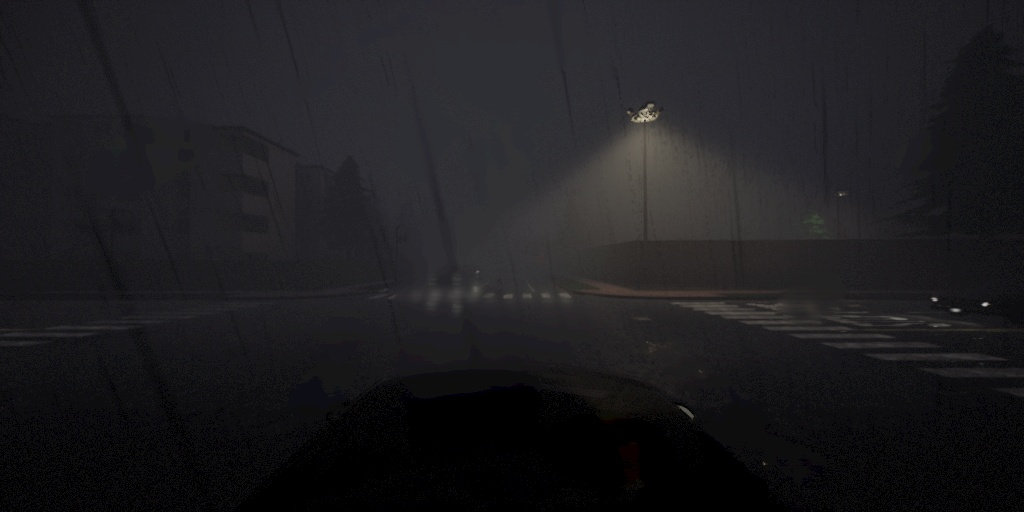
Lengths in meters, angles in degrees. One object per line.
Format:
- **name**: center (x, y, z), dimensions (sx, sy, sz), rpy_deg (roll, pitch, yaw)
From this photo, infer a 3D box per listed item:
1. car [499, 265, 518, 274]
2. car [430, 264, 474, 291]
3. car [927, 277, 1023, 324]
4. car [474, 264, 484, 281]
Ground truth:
- **car**: center (-0.578, 2.028, 54.186), dimensions (2.033, 1.411, 5.357), rpy_deg (0, -1, -14)
- **car**: center (-4.246, 1.424, 25.081), dimensions (2.097, 1.767, 4.553), rpy_deg (0, -1, 2)
- **car**: center (17.470, 1.422, 11.977), dimensions (5.357, 1.411, 2.033), rpy_deg (0, -1, 1)
- **car**: center (-4.101, 1.588, 36.574), dimensions (2.097, 1.767, 4.553), rpy_deg (0, -1, 0)
